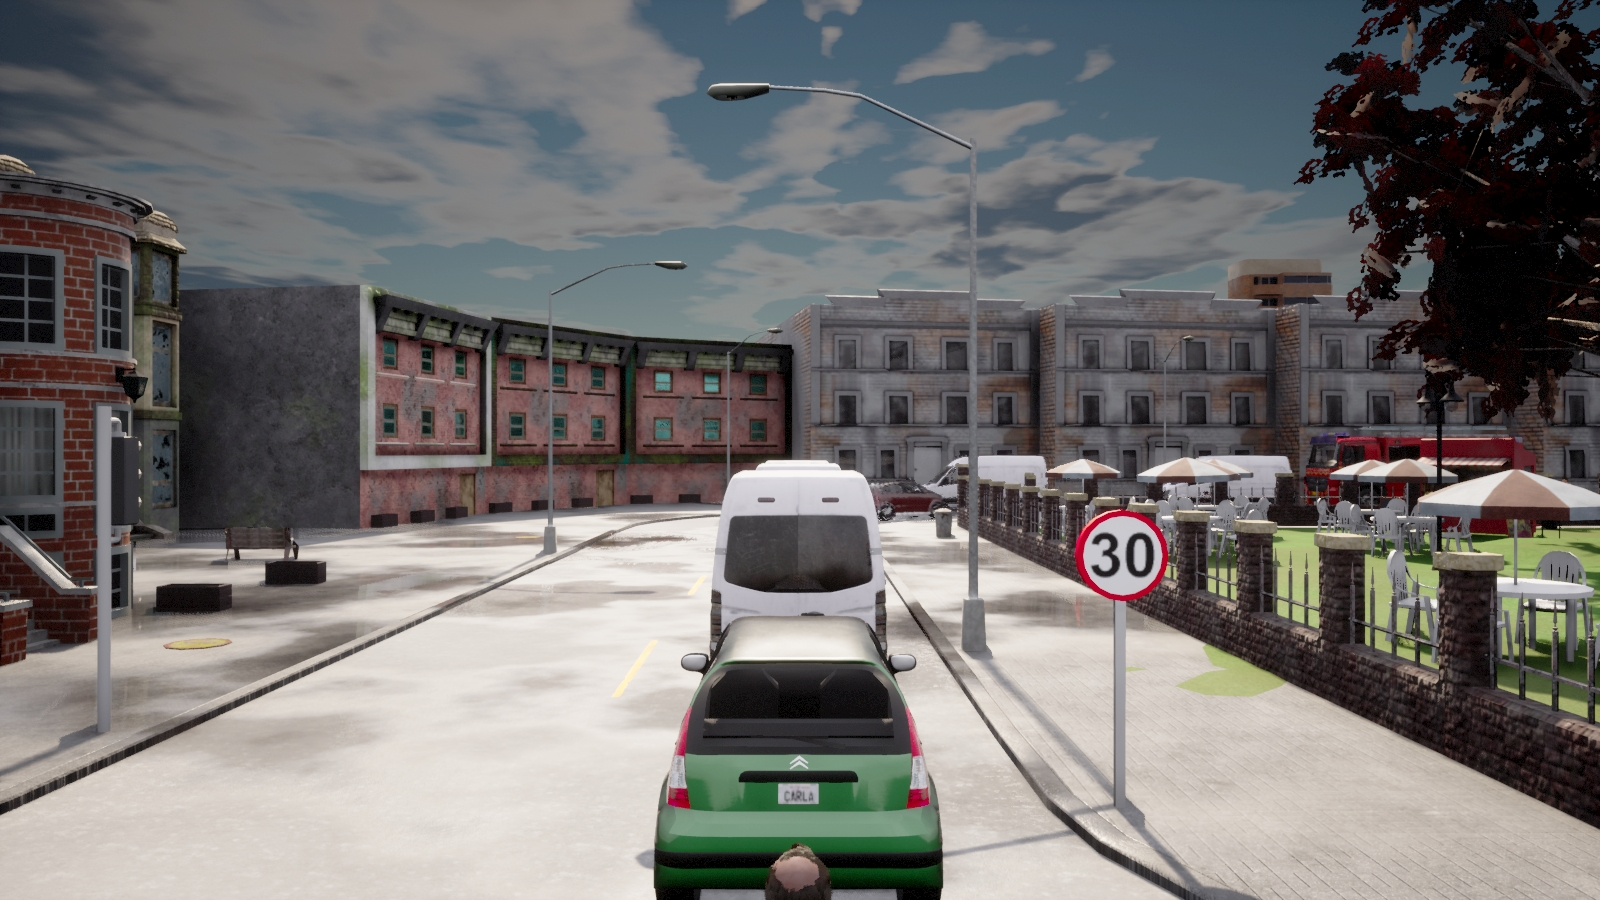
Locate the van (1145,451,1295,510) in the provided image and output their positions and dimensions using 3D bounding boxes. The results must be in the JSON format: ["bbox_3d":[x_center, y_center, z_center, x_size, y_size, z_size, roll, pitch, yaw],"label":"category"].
[{"bbox_3d":[18.475,1.315,50.452,5.915,2.561,1.988,0,0,0],"label":"van"}]

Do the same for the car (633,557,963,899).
[{"bbox_3d":[-0.015,1.779,8.404,1.851,1.617,3.988,0,0,0],"label":"car"}]

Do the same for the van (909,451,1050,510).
[{"bbox_3d":[7.848,1.316,50.413,5.915,2.561,1.988,0,0,0],"label":"van"}]

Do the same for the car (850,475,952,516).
[{"bbox_3d":[4.039,1.807,45.729,3.705,1.549,1.789,0,-1,-31],"label":"car"}]

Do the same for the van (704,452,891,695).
[{"bbox_3d":[-0.025,1.315,15.105,1.988,2.561,5.915,0,0,0],"label":"van"}]

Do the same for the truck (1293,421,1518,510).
[{"bbox_3d":[26.726,0.671,50.713,8.468,3.827,2.891,0,0,0],"label":"truck"}]
